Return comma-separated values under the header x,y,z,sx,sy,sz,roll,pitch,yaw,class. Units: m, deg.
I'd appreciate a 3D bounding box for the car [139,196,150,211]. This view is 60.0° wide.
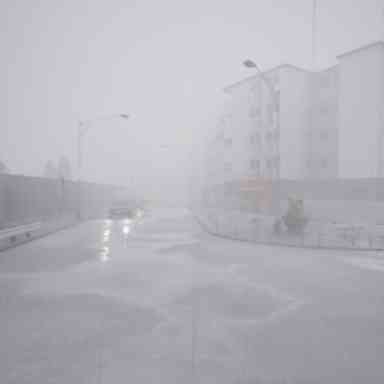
x,y,z,sx,sy,sz,roll,pitch,yaw,class
-6.645,1.436,40.010,2.033,1.411,5.357,1,0,-3,car

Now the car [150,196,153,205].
x,y,z,sx,sy,sz,roll,pitch,yaw,class
-7.608,1.337,56.637,1.882,1.535,5.008,1,0,-3,car

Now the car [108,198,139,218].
x,y,z,sx,sy,sz,roll,pitch,yaw,class
-5.967,1.414,28.689,1.837,1.490,4.892,1,0,-3,car
